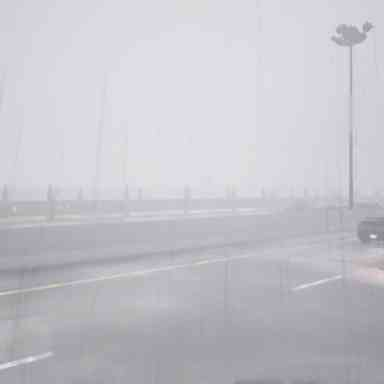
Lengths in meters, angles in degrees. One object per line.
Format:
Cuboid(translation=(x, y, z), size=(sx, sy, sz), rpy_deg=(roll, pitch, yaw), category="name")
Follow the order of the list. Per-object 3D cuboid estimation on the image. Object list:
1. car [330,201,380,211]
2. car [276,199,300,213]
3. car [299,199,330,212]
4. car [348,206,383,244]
Cuboid(translation=(13.371, 1.504, 26.433), size=(4.892, 1.490, 1.837), rpy_deg=(0, 0, -35), category="car")
Cuboid(translation=(10.436, 1.491, 32.934), size=(4.902, 1.511, 2.128), rpy_deg=(0, 0, -35), category="car")
Cuboid(translation=(12.081, 1.525, 29.810), size=(4.674, 1.442, 1.812), rpy_deg=(0, 0, -35), category="car")
Cuboid(translation=(9.148, 1.504, 14.574), size=(4.892, 1.490, 1.837), rpy_deg=(0, 0, -35), category="car")
